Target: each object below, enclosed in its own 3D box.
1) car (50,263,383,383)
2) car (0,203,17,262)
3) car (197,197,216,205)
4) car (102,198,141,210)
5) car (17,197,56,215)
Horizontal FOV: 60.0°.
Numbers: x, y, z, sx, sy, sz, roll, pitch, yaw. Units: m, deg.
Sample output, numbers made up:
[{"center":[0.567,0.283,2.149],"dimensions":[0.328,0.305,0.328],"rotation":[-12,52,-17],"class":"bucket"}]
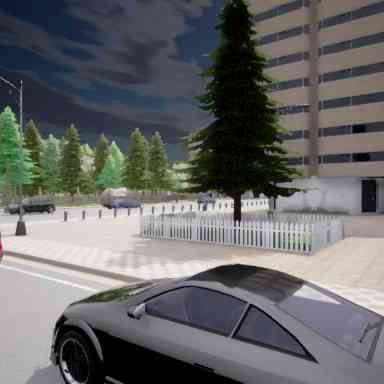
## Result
[{"center":[0.274,1.564,3.796],"dimensions":[4.181,1.385,1.994],"rotation":[0,0,35],"class":"car"},{"center":[-7.415,1.221,9.228],"dimensions":[5.566,2.045,2.150],"rotation":[0,0,36],"class":"car"},{"center":[2.632,1.569,60.028],"dimensions":[1.994,1.385,4.181],"rotation":[0,0,36],"class":"car"},{"center":[-9.126,1.547,43.678],"dimensions":[2.033,1.411,5.357],"rotation":[0,0,35],"class":"car"},{"center":[-16.280,1.352,33.627],"dimensions":[2.097,1.767,4.553],"rotation":[0,0,35],"class":"car"}]
